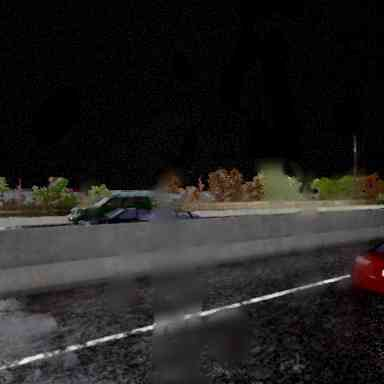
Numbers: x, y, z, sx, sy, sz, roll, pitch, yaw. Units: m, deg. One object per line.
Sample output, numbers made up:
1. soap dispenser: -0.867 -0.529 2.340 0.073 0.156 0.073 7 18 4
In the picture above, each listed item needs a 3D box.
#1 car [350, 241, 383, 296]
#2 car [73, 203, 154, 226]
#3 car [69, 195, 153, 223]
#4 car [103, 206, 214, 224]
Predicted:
1. car: 5.523 1.592 7.638 4.181 1.385 1.994 0 0 -35
2. car: -3.524 1.569 18.639 5.357 1.411 2.033 0 0 -35
3. car: -5.066 1.244 21.832 5.566 2.045 2.150 0 0 -35
4. car: -1.197 1.571 15.998 5.357 1.411 2.033 0 0 -35
